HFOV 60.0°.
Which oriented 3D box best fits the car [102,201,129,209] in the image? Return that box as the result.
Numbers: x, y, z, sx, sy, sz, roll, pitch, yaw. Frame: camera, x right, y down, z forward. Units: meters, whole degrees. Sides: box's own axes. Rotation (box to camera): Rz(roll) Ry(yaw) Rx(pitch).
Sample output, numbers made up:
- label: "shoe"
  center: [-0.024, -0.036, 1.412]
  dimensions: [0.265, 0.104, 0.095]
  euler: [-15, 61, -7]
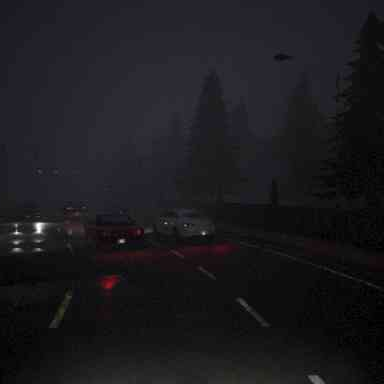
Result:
- label: "car"
  center: [-6.919, 1.532, 29.901]
  dimensions: [1.812, 1.442, 4.674]
  euler: [0, 0, -25]

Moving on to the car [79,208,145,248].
- label: "car"
  center: [-3.667, 1.615, 14.875]
  dimensions: [1.895, 1.301, 4.718]
  euler: [0, 0, -25]

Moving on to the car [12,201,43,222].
- label: "car"
  center: [-13.265, 1.559, 26.947]
  dimensions: [1.837, 1.490, 4.892]
  euler: [0, 0, -25]

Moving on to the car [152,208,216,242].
- label: "car"
  center: [-0.492, 1.532, 16.348]
  dimensions: [1.812, 1.442, 4.674]
  euler: [0, 0, -25]

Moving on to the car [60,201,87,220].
- label: "car"
  center: [-10.081, 1.494, 28.401]
  dimensions: [2.128, 1.511, 4.902]
  euler: [0, 0, -25]
